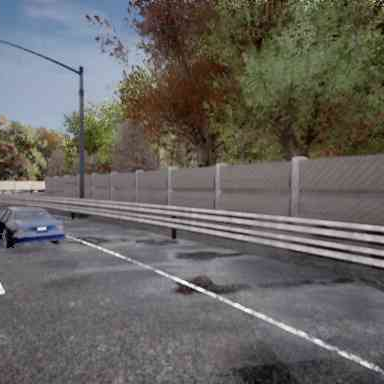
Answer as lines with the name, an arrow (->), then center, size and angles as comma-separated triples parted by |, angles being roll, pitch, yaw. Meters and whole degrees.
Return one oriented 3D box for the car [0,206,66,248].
car -> -6.776, 1.274, 13.390 | 2.033, 1.411, 5.357 | -1, 1, -40
